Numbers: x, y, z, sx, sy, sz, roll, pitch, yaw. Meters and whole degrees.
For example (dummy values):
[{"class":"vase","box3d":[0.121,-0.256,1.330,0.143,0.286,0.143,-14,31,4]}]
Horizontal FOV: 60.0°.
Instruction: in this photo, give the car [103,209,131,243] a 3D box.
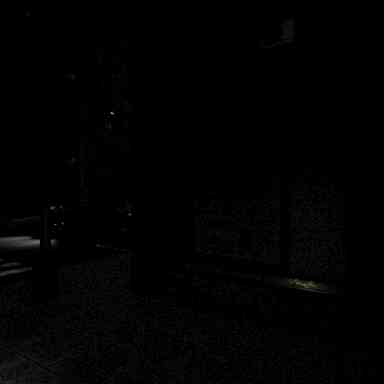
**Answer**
[{"class":"car","box3d":[-1.570,1.560,15.166,1.947,1.339,4.313,0,0,36]}]

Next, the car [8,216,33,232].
[{"class":"car","box3d":[-8.190,1.554,19.706,1.752,1.417,4.829,0,0,36]}]

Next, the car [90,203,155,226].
[{"class":"car","box3d":[-4.940,1.583,24.246,2.008,1.369,4.403,0,0,36]}]

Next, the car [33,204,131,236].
[{"class":"car","box3d":[-5.870,1.523,18.581,1.837,1.490,4.892,0,0,35]}]
